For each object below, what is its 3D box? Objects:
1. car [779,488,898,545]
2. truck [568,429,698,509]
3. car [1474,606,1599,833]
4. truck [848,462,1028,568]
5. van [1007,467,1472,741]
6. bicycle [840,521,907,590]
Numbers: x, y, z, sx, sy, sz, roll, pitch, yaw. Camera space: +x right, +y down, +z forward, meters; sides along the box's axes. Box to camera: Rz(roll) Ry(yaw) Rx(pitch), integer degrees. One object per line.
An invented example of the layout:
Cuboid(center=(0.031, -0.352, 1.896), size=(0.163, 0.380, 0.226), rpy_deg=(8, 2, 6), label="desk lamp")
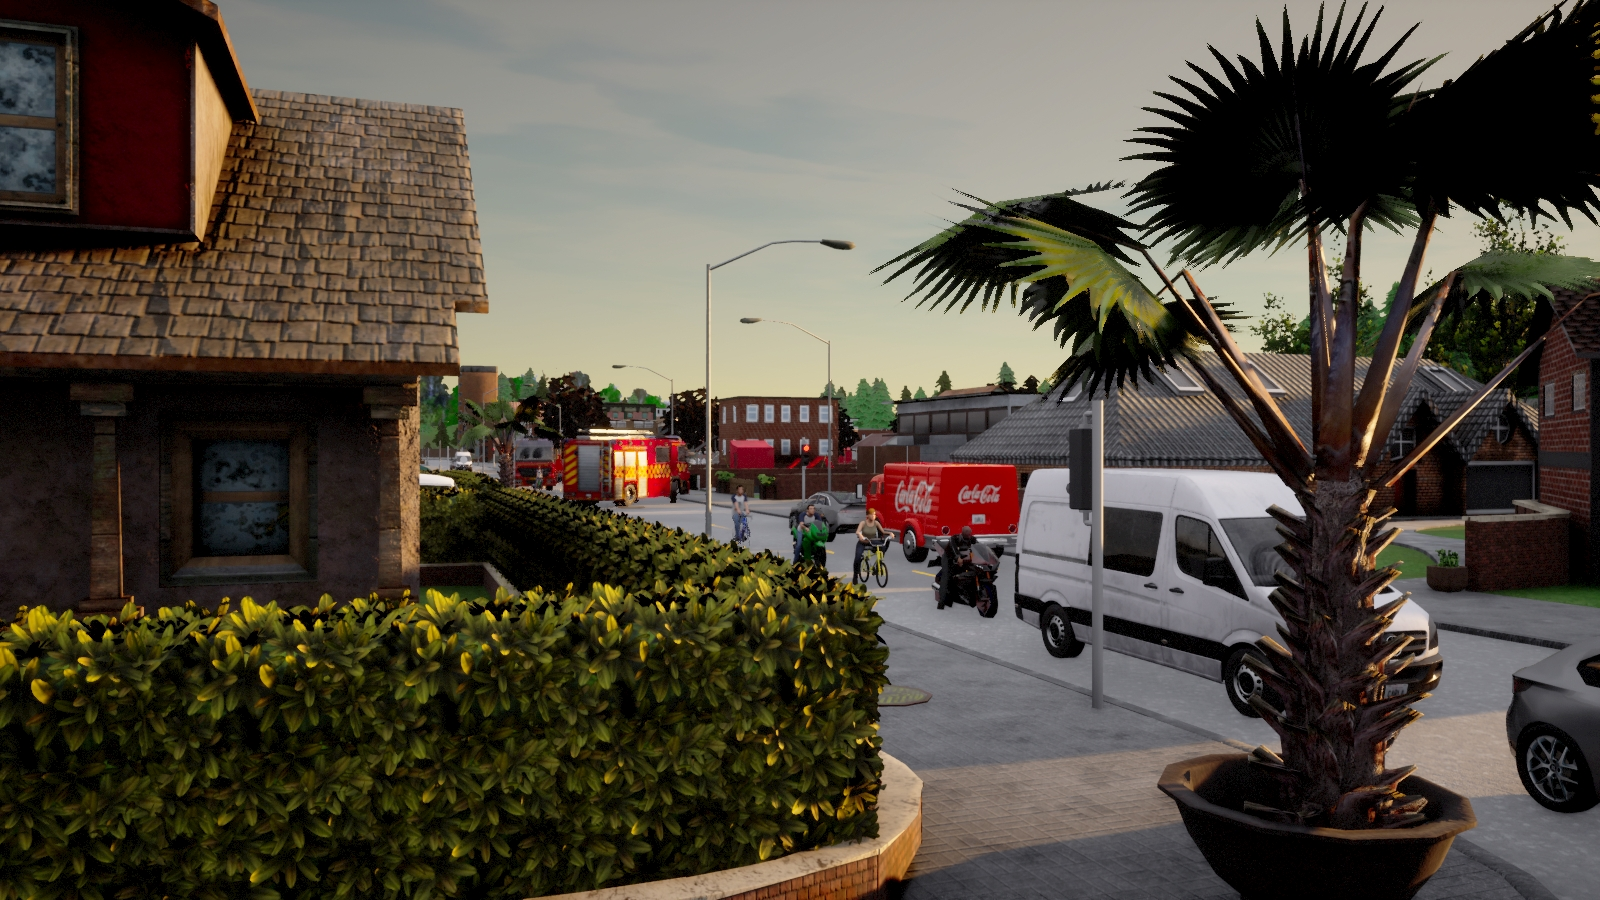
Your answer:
Cuboid(center=(1.122, 2.053, 36.412), size=(2.128, 1.511, 4.902), rpy_deg=(0, 0, -20), label="car")
Cuboid(center=(-8.477, 0.896, 59.409), size=(2.891, 3.827, 8.468), rpy_deg=(0, 0, 21), label="truck")
Cuboid(center=(6.934, 2.069, 7.650), size=(1.816, 1.474, 4.193), rpy_deg=(0, 0, -12), label="car")
Cuboid(center=(3.468, 1.570, 29.990), size=(2.627, 2.467, 5.204), rpy_deg=(0, 0, -20), label="truck")
Cuboid(center=(4.966, 1.538, 14.186), size=(1.988, 2.561, 5.915), rpy_deg=(0, 0, -20), label="van")
Cuboid(center=(1.505, 2.162, 23.648), size=(0.859, 1.276, 1.487), rpy_deg=(0, 0, -19), label="bicycle")
